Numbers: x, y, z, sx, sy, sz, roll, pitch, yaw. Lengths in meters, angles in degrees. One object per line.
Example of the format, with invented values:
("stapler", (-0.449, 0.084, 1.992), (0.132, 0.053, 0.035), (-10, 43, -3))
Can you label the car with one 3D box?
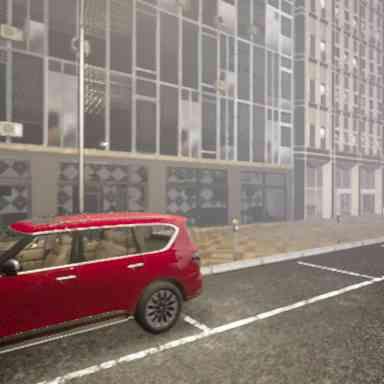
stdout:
("car", (-2.113, 1.313, 5.223), (5.009, 1.841, 2.192), (0, 0, -36))
